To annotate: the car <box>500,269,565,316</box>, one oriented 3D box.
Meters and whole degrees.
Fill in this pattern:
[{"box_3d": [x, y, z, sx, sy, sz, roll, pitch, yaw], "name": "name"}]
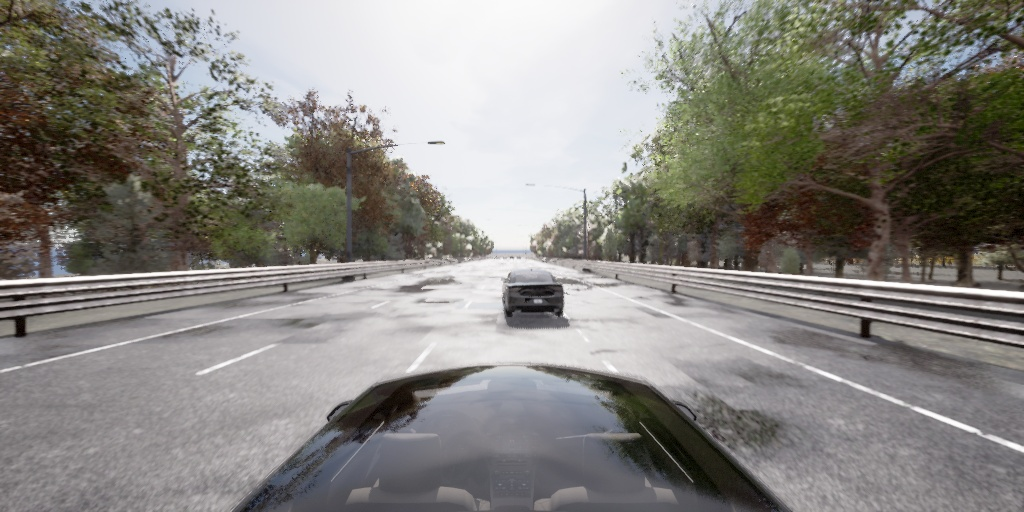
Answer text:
[{"box_3d": [0.638, 1.208, 13.196, 1.882, 1.535, 5.008, 0, 0, -3], "name": "car"}]
